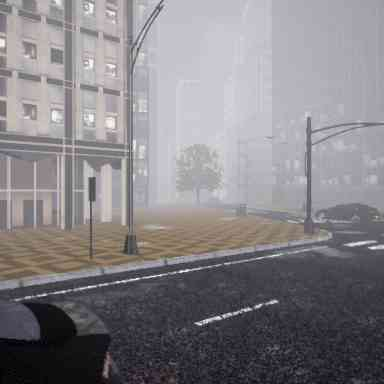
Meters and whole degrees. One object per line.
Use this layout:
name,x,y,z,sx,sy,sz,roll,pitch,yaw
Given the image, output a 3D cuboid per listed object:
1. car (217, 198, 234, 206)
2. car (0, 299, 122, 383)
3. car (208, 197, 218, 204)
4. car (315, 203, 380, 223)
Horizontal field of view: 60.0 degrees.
car,6.623,1.926,62.907,1.812,1.442,4.674,0,0,-8
car,-2.786,1.493,1.701,4.902,1.511,2.128,0,0,-36
car,4.924,1.854,74.619,2.097,1.767,4.553,0,0,-8
car,12.253,1.625,26.565,1.837,1.490,4.892,-5,2,-35
